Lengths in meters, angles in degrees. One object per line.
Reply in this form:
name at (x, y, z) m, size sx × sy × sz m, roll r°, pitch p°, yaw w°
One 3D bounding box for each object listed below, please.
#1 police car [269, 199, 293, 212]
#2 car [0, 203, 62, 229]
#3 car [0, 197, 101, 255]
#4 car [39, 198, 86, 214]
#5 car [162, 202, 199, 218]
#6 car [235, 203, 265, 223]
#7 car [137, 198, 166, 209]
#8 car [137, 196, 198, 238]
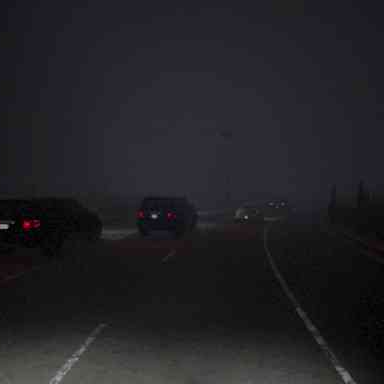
police car at (10.995, 1.591, 40.610) m, size 2.038 × 1.542 × 4.974 m, roll 0°, pitch 0°, yaw 28°
car at (-11.090, 1.514, 22.673) m, size 1.812 × 1.442 × 4.674 m, roll 0°, pitch 0°, yaw 14°
car at (-5.666, 1.218, 13.444) m, size 2.150 × 2.045 × 5.566 m, roll 0°, pitch 0°, yaw 9°
car at (-14.113, 1.487, 36.575) m, size 2.128 × 1.511 × 4.902 m, roll 0°, pitch 0°, yaw 21°
car at (-0.988, 1.635, 31.298) m, size 1.895 × 1.301 × 4.718 m, roll 0°, pitch 0°, yaw 20°
car at (4.548, 1.573, 25.854) m, size 1.812 × 1.442 × 4.674 m, roll 0°, pitch 0°, yaw 17°
car at (-5.675, 1.562, 47.025) m, size 1.812 × 1.442 × 4.674 m, roll 0°, pitch 0°, yaw 27°
car at (-1.204, 1.239, 18.238) m, size 2.150 × 2.045 × 5.566 m, roll 0°, pitch 0°, yaw 12°
